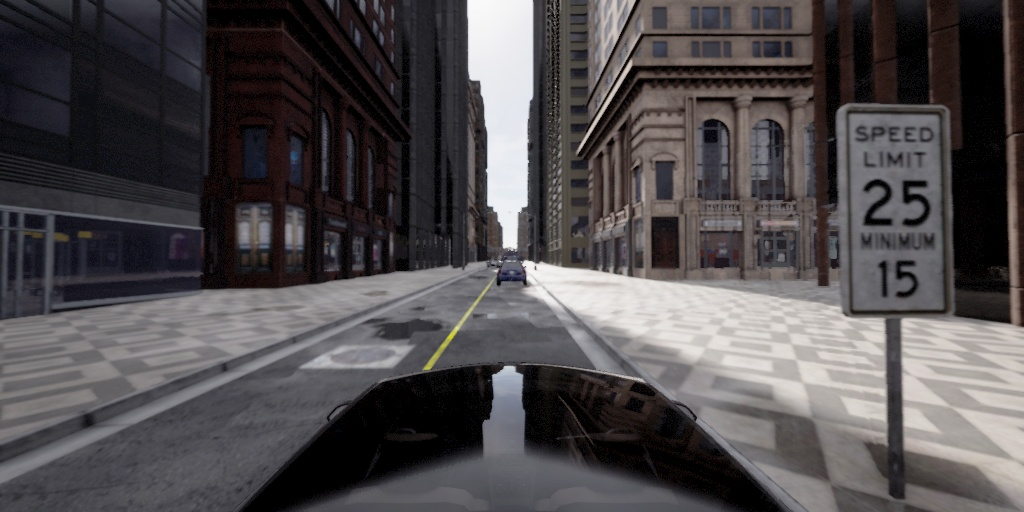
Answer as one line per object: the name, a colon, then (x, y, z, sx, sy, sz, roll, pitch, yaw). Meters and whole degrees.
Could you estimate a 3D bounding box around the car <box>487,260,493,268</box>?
car: (-3.169, 1.354, 60.897, 1.994, 1.385, 4.181, 0, 0, 0)

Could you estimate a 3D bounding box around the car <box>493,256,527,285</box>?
car: (0.036, 1.102, 26.011, 2.097, 1.767, 4.553, 0, 0, 1)
